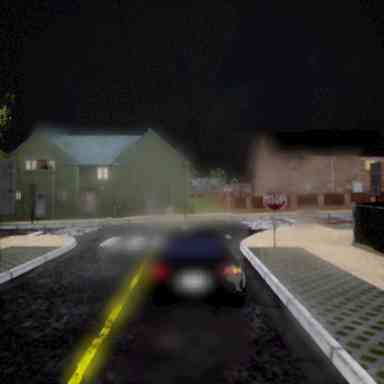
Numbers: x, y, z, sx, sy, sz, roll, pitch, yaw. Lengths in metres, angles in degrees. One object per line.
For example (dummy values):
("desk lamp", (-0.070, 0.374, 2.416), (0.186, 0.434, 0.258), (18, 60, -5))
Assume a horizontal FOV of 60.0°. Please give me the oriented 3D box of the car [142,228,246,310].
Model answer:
("car", (0.041, 1.521, 7.808), (1.994, 1.385, 4.181), (0, 0, 0))
